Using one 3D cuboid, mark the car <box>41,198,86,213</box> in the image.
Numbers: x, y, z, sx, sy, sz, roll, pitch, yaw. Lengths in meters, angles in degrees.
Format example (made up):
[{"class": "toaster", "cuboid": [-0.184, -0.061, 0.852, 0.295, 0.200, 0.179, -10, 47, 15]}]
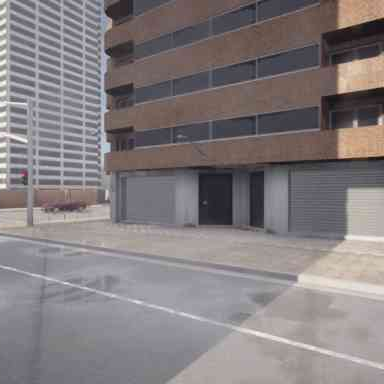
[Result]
[{"class": "car", "cuboid": [-14.151, 1.478, 36.930, 1.882, 1.535, 5.008, 0, 0, 35]}]
